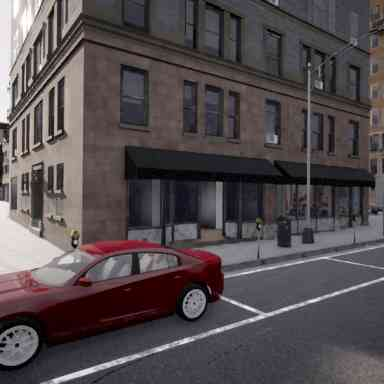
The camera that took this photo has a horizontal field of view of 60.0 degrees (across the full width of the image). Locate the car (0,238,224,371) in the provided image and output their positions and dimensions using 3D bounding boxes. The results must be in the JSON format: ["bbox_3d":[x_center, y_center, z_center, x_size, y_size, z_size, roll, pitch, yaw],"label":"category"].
[{"bbox_3d":[-1.490,1.545,5.690,4.507,1.381,1.887,0,1,-35],"label":"car"}]

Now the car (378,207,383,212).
[{"bbox_3d":[16.400,1.369,33.254,1.837,1.490,4.892,1,0,-35],"label":"car"}]

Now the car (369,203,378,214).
[{"bbox_3d":[14.143,1.363,30.824,1.812,1.442,4.674,1,0,-33],"label":"car"}]
